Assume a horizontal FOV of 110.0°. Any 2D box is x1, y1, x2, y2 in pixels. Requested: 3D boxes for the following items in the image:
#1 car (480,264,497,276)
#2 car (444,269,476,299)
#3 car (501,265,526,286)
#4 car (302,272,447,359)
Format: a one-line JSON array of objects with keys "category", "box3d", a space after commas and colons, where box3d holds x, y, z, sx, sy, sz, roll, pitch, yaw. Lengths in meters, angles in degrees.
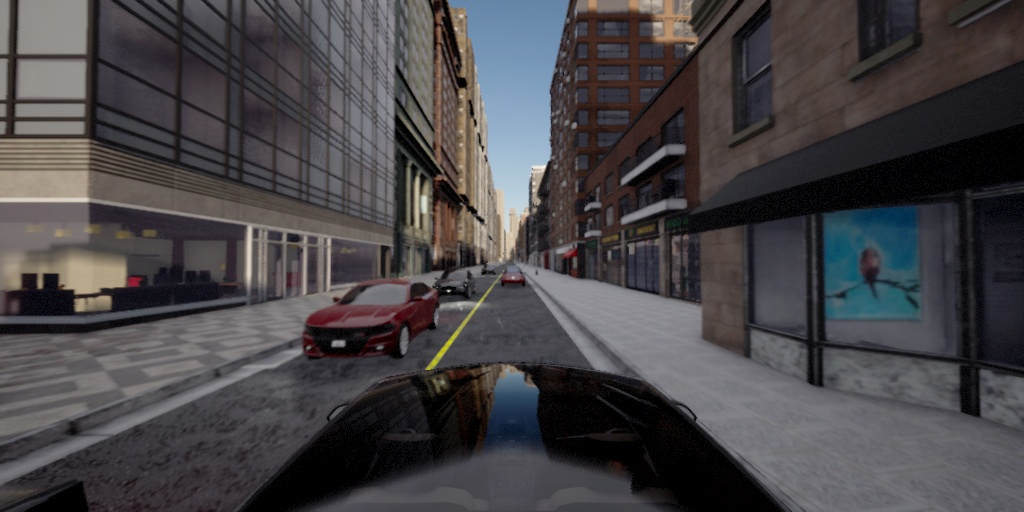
[{"category": "car", "box3d": [-3.096, 1.824, 48.033, 1.837, 1.490, 4.892, 0, -1, 0]}, {"category": "car", "box3d": [-3.061, 1.475, 19.826, 1.837, 1.490, 4.892, 0, -1, 0]}, {"category": "car", "box3d": [0.095, 1.652, 29.517, 1.994, 1.385, 4.181, 0, -1, 0]}, {"category": "car", "box3d": [-3.091, 1.315, 8.876, 1.882, 1.535, 5.008, 0, -1, 0]}]
